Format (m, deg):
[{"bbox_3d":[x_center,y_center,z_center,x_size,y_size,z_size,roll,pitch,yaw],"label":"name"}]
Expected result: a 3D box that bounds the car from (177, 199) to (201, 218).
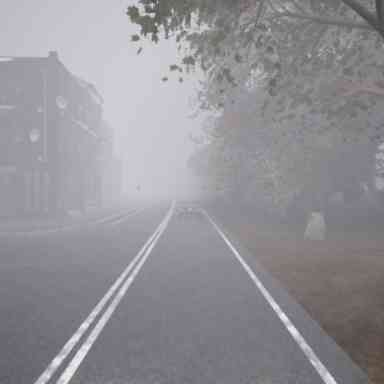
[{"bbox_3d":[-0.244,1.314,27.602,2.033,1.411,5.357,0,1,-1],"label":"car"}]
